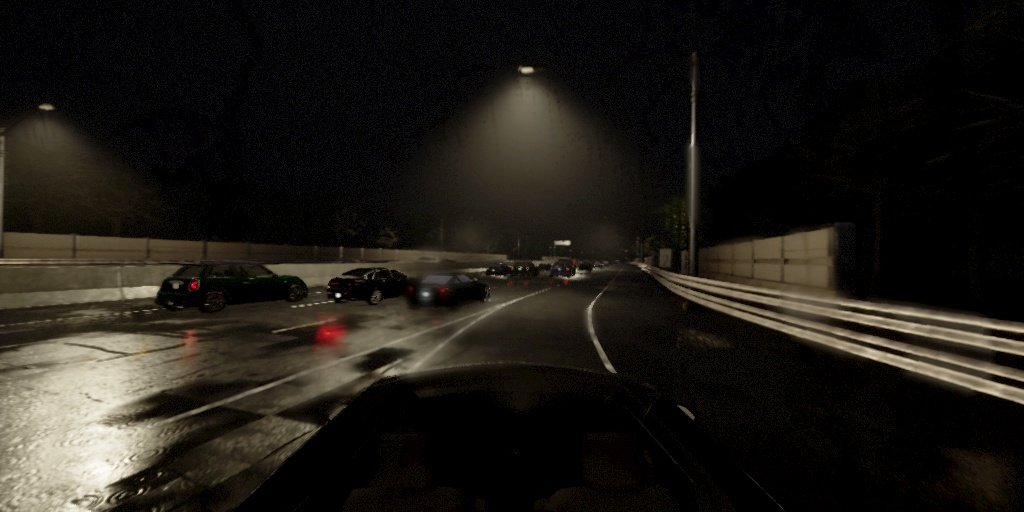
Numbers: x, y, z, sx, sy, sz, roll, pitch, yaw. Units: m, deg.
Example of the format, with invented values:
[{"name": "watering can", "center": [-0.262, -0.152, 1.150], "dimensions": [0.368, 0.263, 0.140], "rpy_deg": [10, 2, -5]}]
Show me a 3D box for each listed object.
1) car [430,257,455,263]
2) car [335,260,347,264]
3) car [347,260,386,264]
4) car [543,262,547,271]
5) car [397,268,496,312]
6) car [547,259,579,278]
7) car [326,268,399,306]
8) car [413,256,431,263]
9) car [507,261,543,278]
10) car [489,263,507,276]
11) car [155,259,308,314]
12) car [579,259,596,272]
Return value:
[{"name": "car", "center": [-10.525, 1.263, 57.180], "dimensions": [2.097, 1.767, 4.553], "rpy_deg": [1, 0, 19]}, {"name": "car", "center": [-19.219, 1.177, 42.095], "dimensions": [2.128, 1.511, 4.902], "rpy_deg": [1, 0, 19]}, {"name": "car", "center": [-15.899, 1.208, 40.990], "dimensions": [1.882, 1.535, 5.008], "rpy_deg": [1, 0, 19]}, {"name": "car", "center": [5.529, 1.754, 61.156], "dimensions": [1.994, 1.385, 4.181], "rpy_deg": [1, 0, 18]}, {"name": "car", "center": [-2.441, 1.347, 14.614], "dimensions": [1.994, 1.385, 4.181], "rpy_deg": [1, 0, 18]}, {"name": "car", "center": [5.558, 1.405, 38.765], "dimensions": [2.097, 1.767, 4.553], "rpy_deg": [1, 0, 18]}, {"name": "car", "center": [-5.761, 1.242, 15.720], "dimensions": [1.837, 1.490, 4.892], "rpy_deg": [1, 0, 18]}, {"name": "car", "center": [-13.917, 1.084, 58.044], "dimensions": [2.150, 2.045, 5.566], "rpy_deg": [1, 0, 19]}, {"name": "car", "center": [1.439, 1.332, 37.447], "dimensions": [2.097, 1.767, 4.553], "rpy_deg": [1, 0, 18]}, {"name": "car", "center": [-1.341, 1.518, 40.203], "dimensions": [1.994, 1.385, 4.181], "rpy_deg": [1, 0, 18]}, {"name": "car", "center": [-10.162, 1.007, 13.554], "dimensions": [2.097, 1.767, 4.553], "rpy_deg": [1, 0, 18]}, {"name": "car", "center": [12.185, 1.759, 58.990], "dimensions": [1.882, 1.535, 5.008], "rpy_deg": [1, 0, 18]}]
